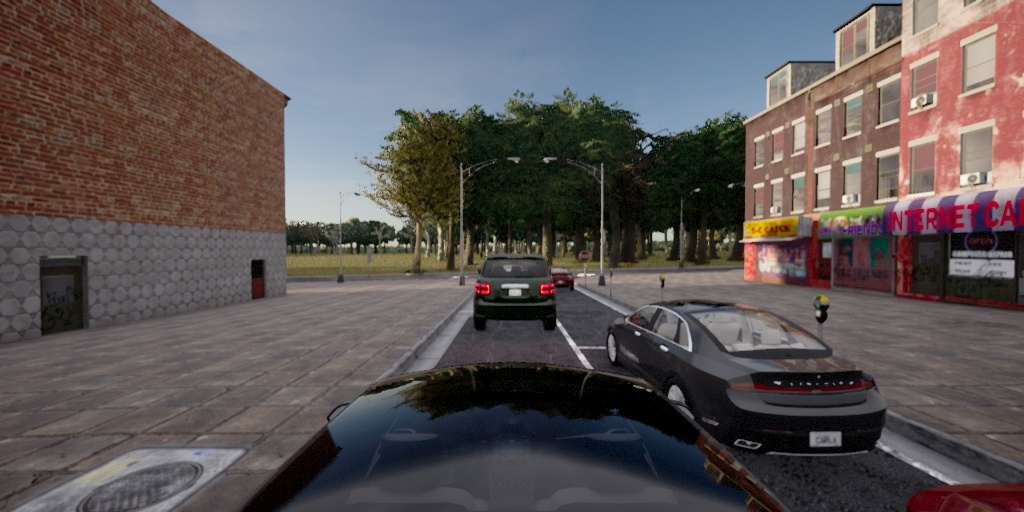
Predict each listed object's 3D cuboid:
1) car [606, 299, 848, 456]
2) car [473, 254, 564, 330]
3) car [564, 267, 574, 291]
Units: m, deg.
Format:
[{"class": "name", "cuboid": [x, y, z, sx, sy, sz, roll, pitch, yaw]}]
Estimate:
[{"class": "car", "cuboid": [2.630, 1.293, 5.185, 2.007, 1.370, 4.403, 0, 0, 0]}, {"class": "car", "cuboid": [0.082, 0.952, 11.150, 2.150, 2.045, 5.566, 0, 0, 0]}, {"class": "car", "cuboid": [2.598, 1.256, 21.404, 1.888, 1.381, 4.507, 0, 0, 0]}]
